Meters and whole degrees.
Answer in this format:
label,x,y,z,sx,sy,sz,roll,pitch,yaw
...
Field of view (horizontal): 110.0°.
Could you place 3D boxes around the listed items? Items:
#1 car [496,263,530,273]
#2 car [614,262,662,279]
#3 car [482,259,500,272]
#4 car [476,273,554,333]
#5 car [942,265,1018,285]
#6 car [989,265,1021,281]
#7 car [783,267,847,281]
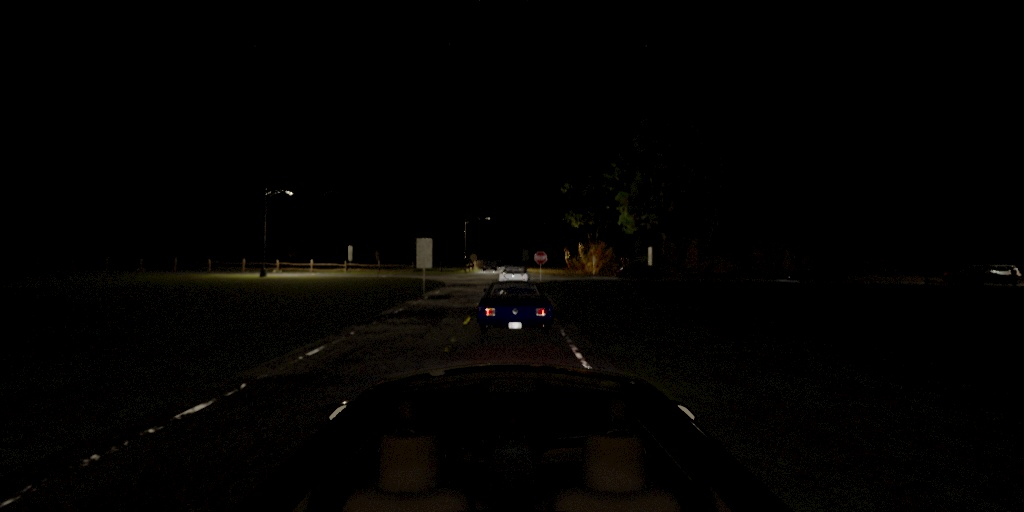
label,x,y,z,sx,sy,sz,roll,pitch,yaw
car,0.335,1.391,25.832,1.895,1.301,4.718,0,0,6
car,12.884,1.402,36.946,4.553,1.767,2.097,1,-1,1
car,-3.012,1.369,49.552,1.812,1.442,4.674,0,0,0
car,0.072,1.364,10.743,1.895,1.301,4.718,0,0,0
car,44.402,1.947,34.321,5.008,1.535,1.882,1,-1,0
car,48.995,1.900,37.170,5.566,2.045,2.150,1,-1,-1
car,31.318,1.870,37.082,5.357,1.411,2.033,1,-1,-1
